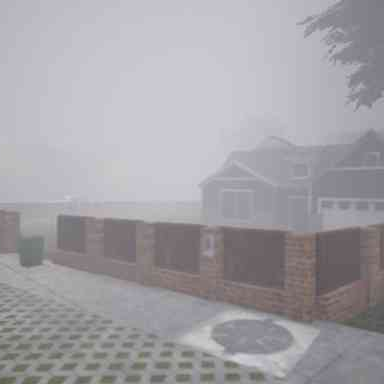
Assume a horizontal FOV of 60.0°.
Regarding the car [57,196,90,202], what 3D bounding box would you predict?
[{"bbox_3d":[-15.390,1.624,44.479,2.150,2.045,5.566,1,-1,30],"label":"car"}]
